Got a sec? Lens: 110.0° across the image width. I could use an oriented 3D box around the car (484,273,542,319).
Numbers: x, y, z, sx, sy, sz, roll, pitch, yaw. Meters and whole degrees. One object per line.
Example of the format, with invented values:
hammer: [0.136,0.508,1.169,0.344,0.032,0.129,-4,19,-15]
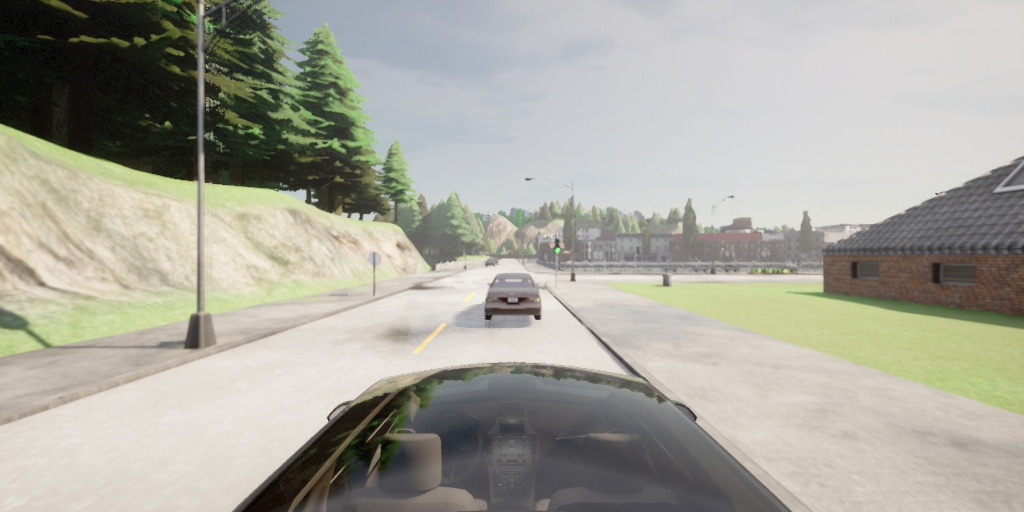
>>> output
car: [0.047,1.300,12.759,2.033,1.411,5.357,0,0,1]
